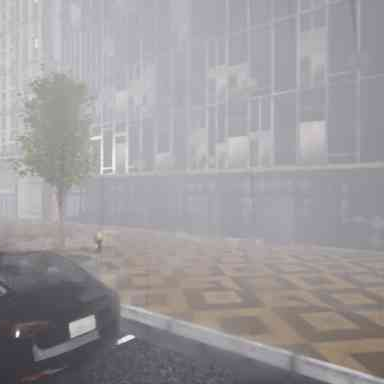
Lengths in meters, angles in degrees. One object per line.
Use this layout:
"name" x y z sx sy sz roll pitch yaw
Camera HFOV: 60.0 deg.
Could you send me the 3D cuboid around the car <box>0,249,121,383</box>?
"car" -2.926 1.538 4.966 4.313 1.339 1.947 0 0 36
